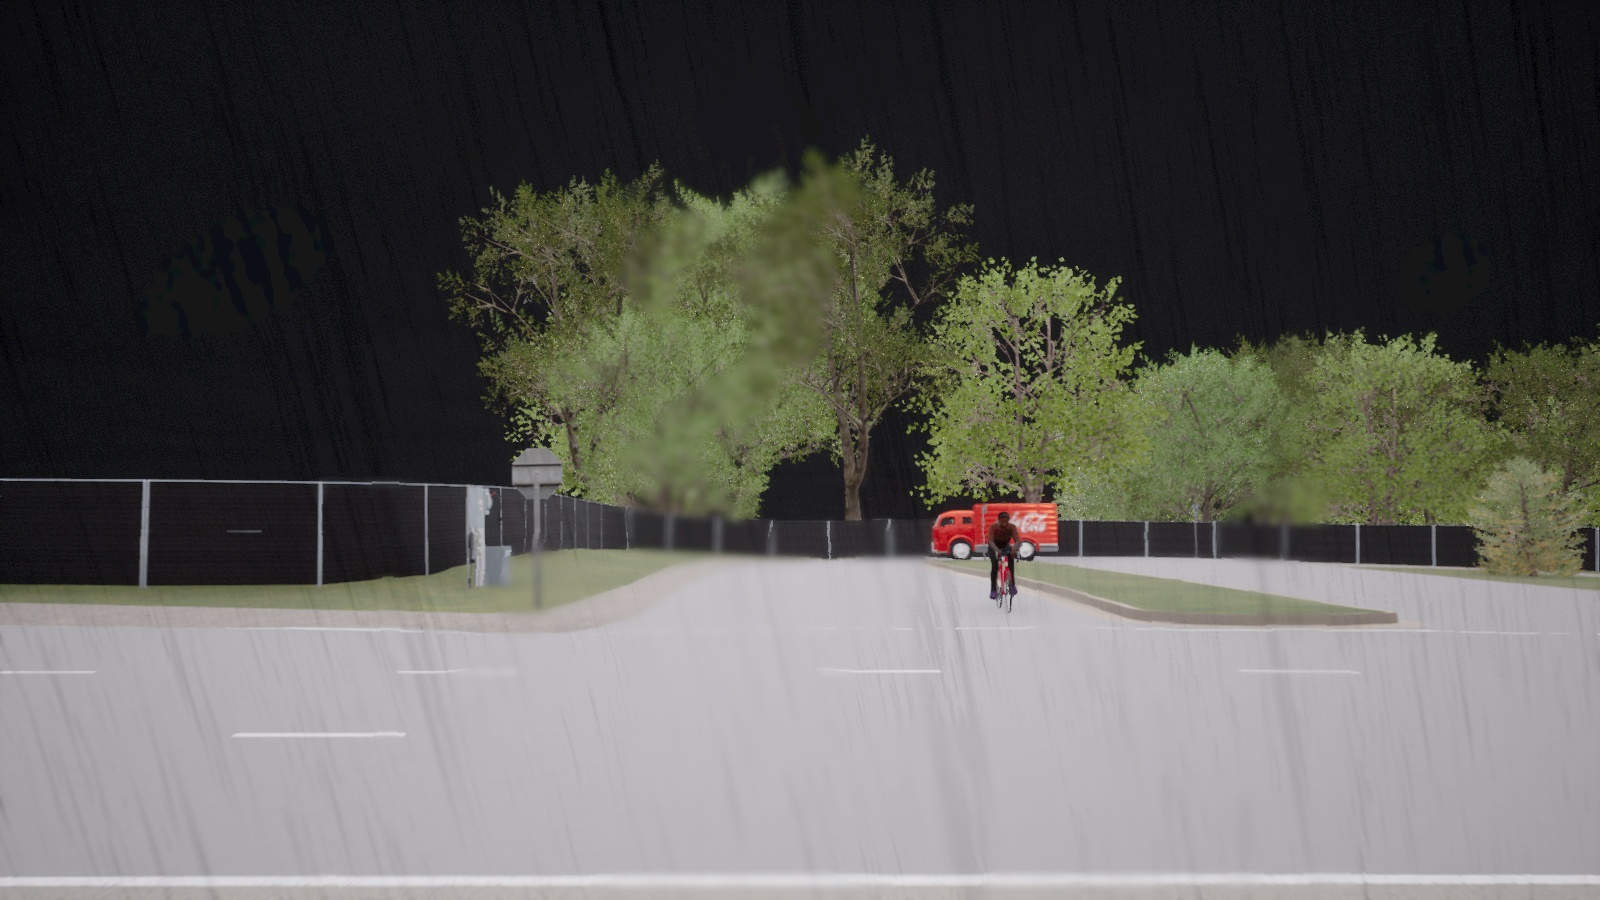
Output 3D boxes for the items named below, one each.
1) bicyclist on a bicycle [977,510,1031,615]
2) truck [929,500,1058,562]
[{"bbox_3d":[3.307,1.789,20.435,0.582,1.620,1.656,-1,-3,1],"label":"bicyclist on a bicycle"},{"bbox_3d":[8.220,3.460,53.849,5.204,2.467,2.627,-2,-4,4],"label":"truck"}]
